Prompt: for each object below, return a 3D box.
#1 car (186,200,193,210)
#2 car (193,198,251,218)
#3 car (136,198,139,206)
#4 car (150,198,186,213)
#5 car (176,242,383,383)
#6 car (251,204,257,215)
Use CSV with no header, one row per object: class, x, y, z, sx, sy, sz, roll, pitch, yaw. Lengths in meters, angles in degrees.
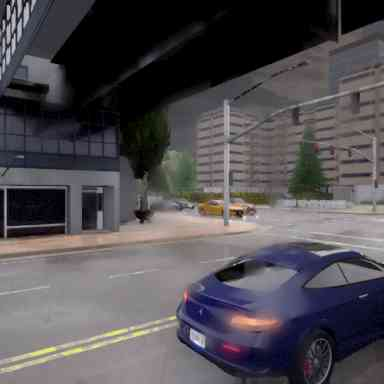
car,-1.574,1.491,41.295,2.128,1.511,4.902,0,0,-36
car,2.537,1.478,29.621,1.882,1.535,5.008,0,0,-36
car,-10.595,1.223,53.896,2.150,2.045,5.566,0,0,-33
car,-2.975,1.563,37.253,1.994,1.385,4.181,0,0,-36
car,1.947,1.526,5.185,4.674,1.442,1.812,0,0,-35
car,4.304,1.352,33.149,2.097,1.767,4.553,0,0,-36
